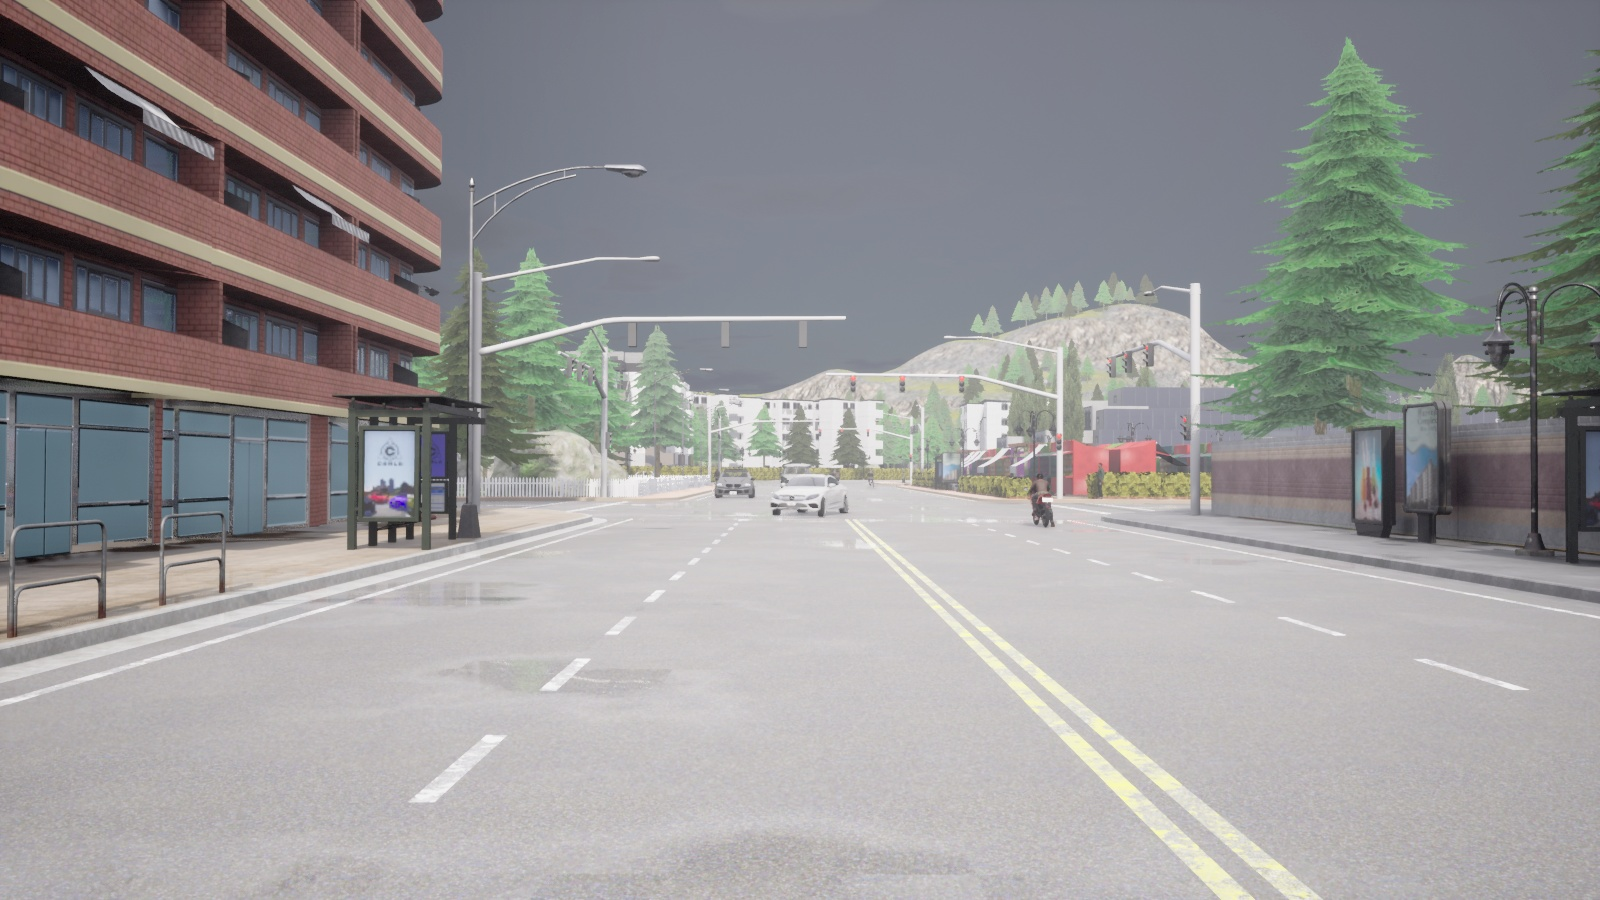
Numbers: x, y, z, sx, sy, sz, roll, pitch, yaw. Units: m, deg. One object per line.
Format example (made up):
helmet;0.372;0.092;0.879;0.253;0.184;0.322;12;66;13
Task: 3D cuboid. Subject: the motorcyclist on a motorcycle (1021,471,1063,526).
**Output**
motorcyclist on a motorcycle;6.901;1.371;35.922;0.797;1.523;2.044;0;-1;0

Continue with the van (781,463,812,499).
van;-0.201;1.800;73.544;1.775;1.987;4.442;0;-1;0

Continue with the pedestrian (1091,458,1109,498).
pedestrian;14.962;1.401;62.560;0.788;1.949;0.423;0;-1;2

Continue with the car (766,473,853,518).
car;0.397;1.557;44.035;1.812;1.442;4.674;0;-1;17

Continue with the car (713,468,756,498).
car;-3.696;1.879;71.980;2.242;1.667;4.611;0;-1;0
